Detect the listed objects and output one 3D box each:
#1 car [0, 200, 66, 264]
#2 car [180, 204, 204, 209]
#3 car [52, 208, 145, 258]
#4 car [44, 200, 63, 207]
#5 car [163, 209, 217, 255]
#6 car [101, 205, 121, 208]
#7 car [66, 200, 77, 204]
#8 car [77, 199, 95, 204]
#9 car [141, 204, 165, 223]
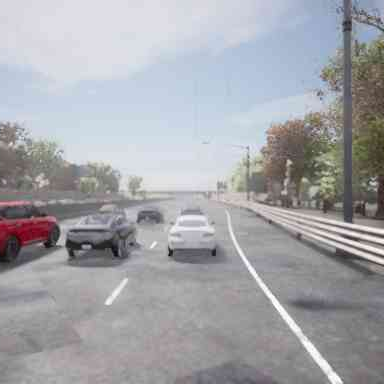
[{"bbox_3d":[-6.995,1.361,12.548,2.150,2.045,5.566,0,0,0],"label":"car"},{"bbox_3d":[0.010,1.806,28.497,2.128,1.511,4.902,0,-1,1],"label":"car"},{"bbox_3d":[-3.482,1.639,13.493,2.128,1.511,4.902,0,0,1],"label":"car"},{"bbox_3d":[-28.033,2.330,67.375,1.994,1.385,4.181,0,-1,0],"label":"car"},{"bbox_3d":[0.022,1.675,13.884,1.812,1.442,4.674,0,0,1],"label":"car"},{"bbox_3d":[-6.985,1.843,28.883,1.812,1.442,4.674,0,0,1],"label":"car"},{"bbox_3d":[-24.533,2.302,67.377,1.812,1.442,4.674,0,-1,0],"label":"car"},{"bbox_3d":[-21.033,2.133,67.411,2.097,1.767,4.553,0,-1,0],"label":"car"},{"bbox_3d":[-3.490,1.820,28.510,1.837,1.490,4.892,0,0,0],"label":"car"}]
